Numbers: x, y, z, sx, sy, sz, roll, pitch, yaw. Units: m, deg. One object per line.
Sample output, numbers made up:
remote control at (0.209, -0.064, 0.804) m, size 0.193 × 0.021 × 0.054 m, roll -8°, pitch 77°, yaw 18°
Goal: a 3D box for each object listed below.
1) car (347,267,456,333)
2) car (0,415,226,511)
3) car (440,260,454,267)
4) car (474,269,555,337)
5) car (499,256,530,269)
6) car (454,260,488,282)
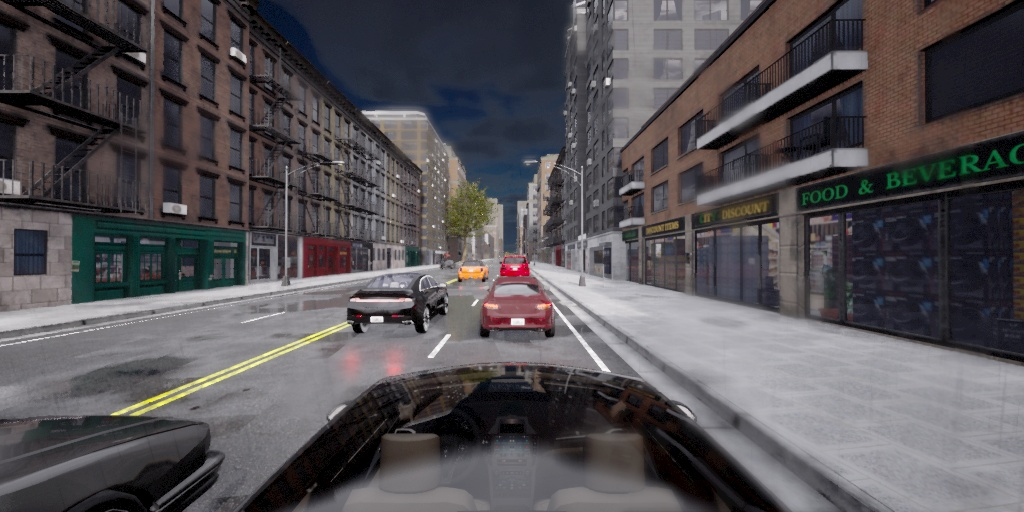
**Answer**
car at (-3.110, 1.244, 10.662) m, size 2.128 × 1.511 × 4.902 m, roll 0°, pitch 0°, yaw 0°
car at (-3.161, 1.297, 0.253) m, size 2.033 × 1.411 × 5.357 m, roll 0°, pitch 0°, yaw 1°
car at (-9.592, 1.309, 53.997) m, size 1.837 × 1.490 × 4.892 m, roll 0°, pitch -1°, yaw 1°
car at (0.132, 1.278, 10.159) m, size 1.812 × 1.442 × 4.674 m, roll 0°, pitch 0°, yaw 0°
car at (0.206, 0.984, 27.257) m, size 2.150 × 2.045 × 5.566 m, roll 0°, pitch 0°, yaw 0°
car at (-3.041, 1.116, 28.950) m, size 2.097 × 1.767 × 4.553 m, roll 0°, pitch 0°, yaw 0°
